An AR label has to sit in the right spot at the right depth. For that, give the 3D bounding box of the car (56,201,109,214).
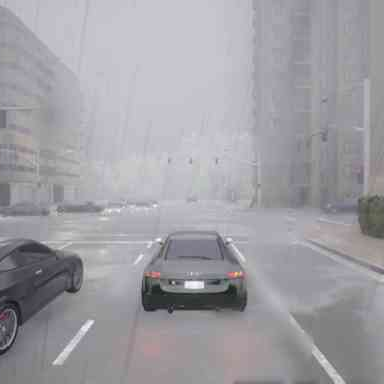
[{"bbox_3d":[-11.308,1.598,33.955,4.718,1.301,1.895,0,0,0],"label":"car"}]

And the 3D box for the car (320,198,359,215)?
[{"bbox_3d":[15.513,1.350,33.754,4.553,1.767,2.097,0,0,1],"label":"car"}]

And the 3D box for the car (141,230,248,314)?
[{"bbox_3d":[0.049,1.563,7.714,1.994,1.385,4.181,0,0,0],"label":"car"}]

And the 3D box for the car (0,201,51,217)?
[{"bbox_3d":[-15.239,1.561,30.486,4.181,1.385,1.994,0,0,0],"label":"car"}]

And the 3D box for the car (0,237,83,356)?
[{"bbox_3d":[-3.460,1.525,5.912,1.812,1.442,4.674,0,0,0],"label":"car"}]

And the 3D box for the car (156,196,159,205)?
[{"bbox_3d":[-7.183,1.500,60.727,1.837,1.490,4.892,0,0,0],"label":"car"}]

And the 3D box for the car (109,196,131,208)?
[{"bbox_3d":[-10.682,1.544,48.181,2.033,1.411,5.357,0,0,0],"label":"car"}]

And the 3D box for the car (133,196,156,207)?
[{"bbox_3d":[-7.176,1.543,50.712,2.033,1.411,5.357,0,0,0],"label":"car"}]

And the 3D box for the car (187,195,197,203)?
[{"bbox_3d":[-0.049,1.347,69.755,2.097,1.767,4.553,0,0,0],"label":"car"}]

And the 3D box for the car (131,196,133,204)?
[{"bbox_3d":[-10.691,1.500,57.873,1.837,1.490,4.892,0,0,0],"label":"car"}]
